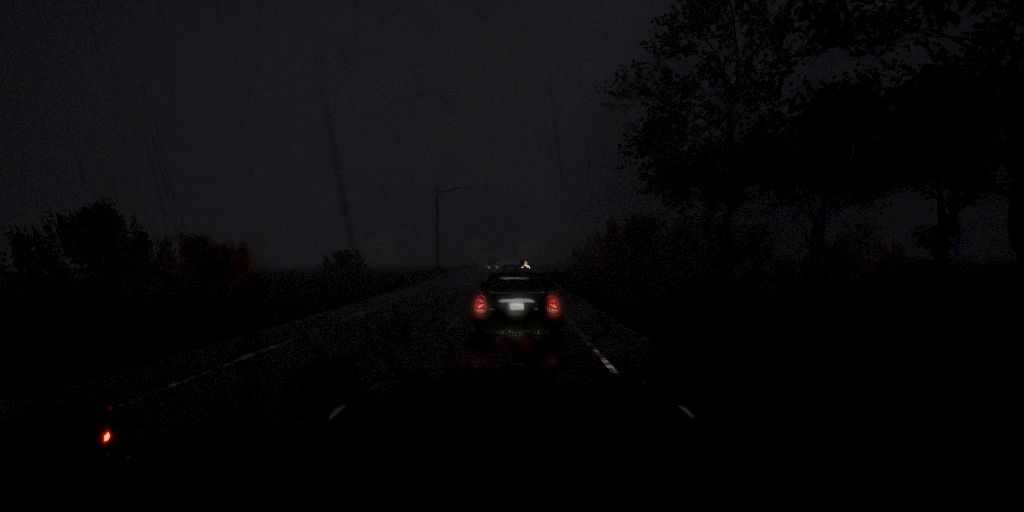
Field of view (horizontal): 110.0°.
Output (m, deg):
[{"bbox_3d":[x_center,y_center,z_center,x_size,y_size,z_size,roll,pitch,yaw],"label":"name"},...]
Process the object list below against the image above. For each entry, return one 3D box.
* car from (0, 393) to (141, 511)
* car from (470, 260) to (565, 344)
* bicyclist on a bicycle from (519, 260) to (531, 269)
[{"bbox_3d":[-3.602,1.298,0.123,2.033,1.411,5.357,0,0,0],"label":"car"},{"bbox_3d":[0.115,1.099,9.751,2.097,1.767,4.553,0,0,0],"label":"car"},{"bbox_3d":[0.982,1.177,25.574,0.866,1.612,1.509,0,0,1],"label":"bicyclist on a bicycle"}]
